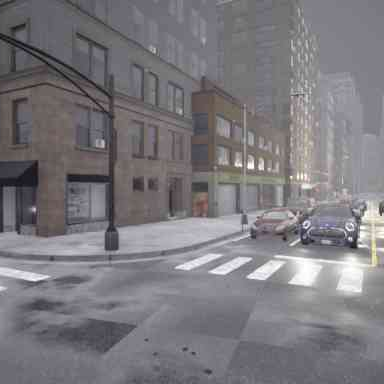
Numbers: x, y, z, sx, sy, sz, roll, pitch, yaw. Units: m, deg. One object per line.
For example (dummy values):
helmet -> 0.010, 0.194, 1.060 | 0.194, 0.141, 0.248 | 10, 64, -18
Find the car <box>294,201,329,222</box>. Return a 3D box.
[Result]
car -> 9.478, 1.487, 26.153 | 1.887, 1.381, 4.507 | 0, 0, 28

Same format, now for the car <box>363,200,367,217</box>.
car -> 10.516, 1.454, 22.635 | 2.128, 1.511, 4.902 | 1, 0, 28

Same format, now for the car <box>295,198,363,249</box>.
car -> 6.172, 1.313, 14.603 | 2.097, 1.767, 4.553 | 1, 0, 28

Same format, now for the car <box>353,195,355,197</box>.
car -> 27.992, 1.414, 60.427 | 1.967, 1.590, 4.097 | 0, 0, 28

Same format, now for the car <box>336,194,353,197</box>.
car -> 22.702, 1.279, 50.635 | 2.192, 1.841, 5.009 | 0, 0, 28

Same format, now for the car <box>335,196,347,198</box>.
car -> 17.412, 1.503, 40.841 | 2.008, 1.369, 4.403 | 0, 0, 28

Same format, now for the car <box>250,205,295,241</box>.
car -> 4.189, 1.522, 16.361 | 1.802, 1.307, 4.206 | 0, 0, 28

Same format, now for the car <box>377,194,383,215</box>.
car -> 19.778, 1.347, 33.062 | 2.097, 1.767, 4.553 | 1, 0, 28

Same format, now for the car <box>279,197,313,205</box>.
car -> 6.833, 1.256, 21.257 | 2.192, 1.841, 5.009 | 0, 0, 28
